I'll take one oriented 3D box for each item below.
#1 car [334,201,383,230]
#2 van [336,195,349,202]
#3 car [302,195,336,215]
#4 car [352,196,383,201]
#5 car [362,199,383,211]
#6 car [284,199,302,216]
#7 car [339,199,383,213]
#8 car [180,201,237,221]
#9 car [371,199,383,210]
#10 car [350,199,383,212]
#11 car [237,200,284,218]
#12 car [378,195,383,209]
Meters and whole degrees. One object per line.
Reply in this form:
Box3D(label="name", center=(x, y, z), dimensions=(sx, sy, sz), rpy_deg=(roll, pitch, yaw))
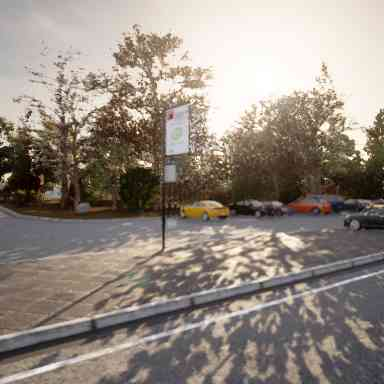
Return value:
Box3D(label="car", center=(10.794, 1.475, 18.134), dimensions=(2.231, 1.521, 4.892), rpy_deg=(0, 0, -35))
Box3D(label="van", center=(14.484, 1.341, 36.981), dimensions=(1.878, 1.987, 4.442), rpy_deg=(1, 0, -36))
Box3D(label="car", center=(12.306, 1.418, 35.245), dimensions=(2.185, 1.767, 4.553), rpy_deg=(1, 0, -36))
Box3D(label="car", center=(13.056, 1.235, 19.788), dimensions=(2.435, 2.045, 5.566), rpy_deg=(0, 0, -35))
Box3D(label="car", center=(25.896, 1.732, 44.963), dimensions=(2.163, 1.488, 4.792), rpy_deg=(1, 0, -36))
Box3D(label="car", center=(7.752, 1.542, 32.038), dimensions=(2.002, 1.452, 4.674), rpy_deg=(0, 0, -35))
Box3D(label="car", center=(21.456, 1.645, 41.594), dimensions=(1.946, 1.575, 5.366), rpy_deg=(1, 0, -36))
Box3D(label="car", center=(0.953, 1.465, 27.183), dimensions=(2.097, 1.535, 5.008), rpy_deg=(0, 0, -35))
Box3D(label="car", center=(28.127, 1.759, 46.631), dimensions=(2.163, 1.488, 4.792), rpy_deg=(1, 0, -36))
Box3D(label="car", center=(23.617, 1.675, 43.362), dimensions=(2.097, 1.535, 5.008), rpy_deg=(1, 0, -36))
Box3D(label="car", center=(5.482, 1.486, 30.423), dimensions=(2.097, 1.535, 5.008), rpy_deg=(0, 0, -35))
Box3D(label="car", center=(30.426, 1.507, 48.206), dimensions=(2.435, 2.045, 5.566), rpy_deg=(1, 0, -36))
